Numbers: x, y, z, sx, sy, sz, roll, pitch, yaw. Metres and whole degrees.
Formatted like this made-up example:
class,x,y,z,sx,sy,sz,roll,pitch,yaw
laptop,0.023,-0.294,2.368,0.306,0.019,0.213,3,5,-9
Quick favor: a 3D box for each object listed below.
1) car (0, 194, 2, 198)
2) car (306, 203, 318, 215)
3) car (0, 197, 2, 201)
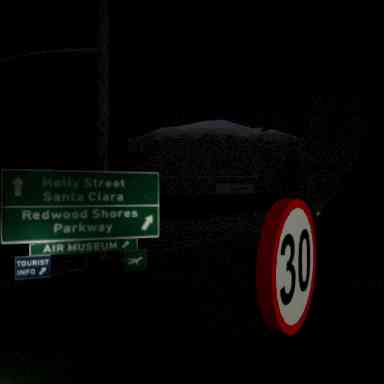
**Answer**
class,x,y,z,sx,sy,sz,roll,pitch,yaw
car,-38.770,1.489,69.898,4.514,1.523,2.007,0,0,35
car,11.330,1.792,33.952,1.895,1.301,4.718,0,0,36
car,-12.447,1.504,26.027,1.905,1.878,3.866,0,0,35
